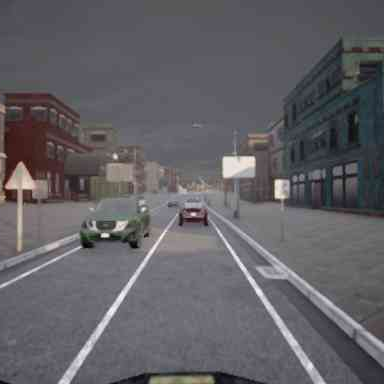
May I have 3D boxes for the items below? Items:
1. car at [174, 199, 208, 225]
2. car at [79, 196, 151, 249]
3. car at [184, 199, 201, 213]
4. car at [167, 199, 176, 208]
[{"bbox_3d":[0.095,1.502,23.776,2.163,1.488,4.792,0,0,0],"label":"car"},{"bbox_3d":[-3.103,1.193,14.652,2.150,2.045,5.566,0,0,0],"label":"car"},{"bbox_3d":[0.093,1.675,41.736,2.033,1.649,4.856,0,-1,0],"label":"car"},{"bbox_3d":[-3.064,1.947,55.232,2.033,1.411,5.357,0,0,1],"label":"car"}]
